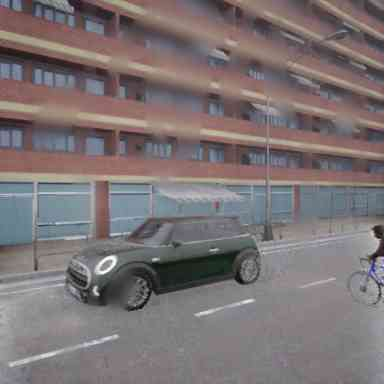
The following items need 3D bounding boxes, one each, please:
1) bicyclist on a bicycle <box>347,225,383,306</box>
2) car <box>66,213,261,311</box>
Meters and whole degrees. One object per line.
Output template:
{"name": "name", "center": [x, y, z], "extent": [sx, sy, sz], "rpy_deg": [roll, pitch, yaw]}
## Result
{"name": "bicyclist on a bicycle", "center": [3.689, 1.454, 6.239], "extent": [0.582, 1.620, 1.656], "rpy_deg": [0, -2, -35]}
{"name": "car", "center": [-0.524, 1.352, 7.901], "extent": [4.553, 1.767, 2.097], "rpy_deg": [0, 0, -35]}
